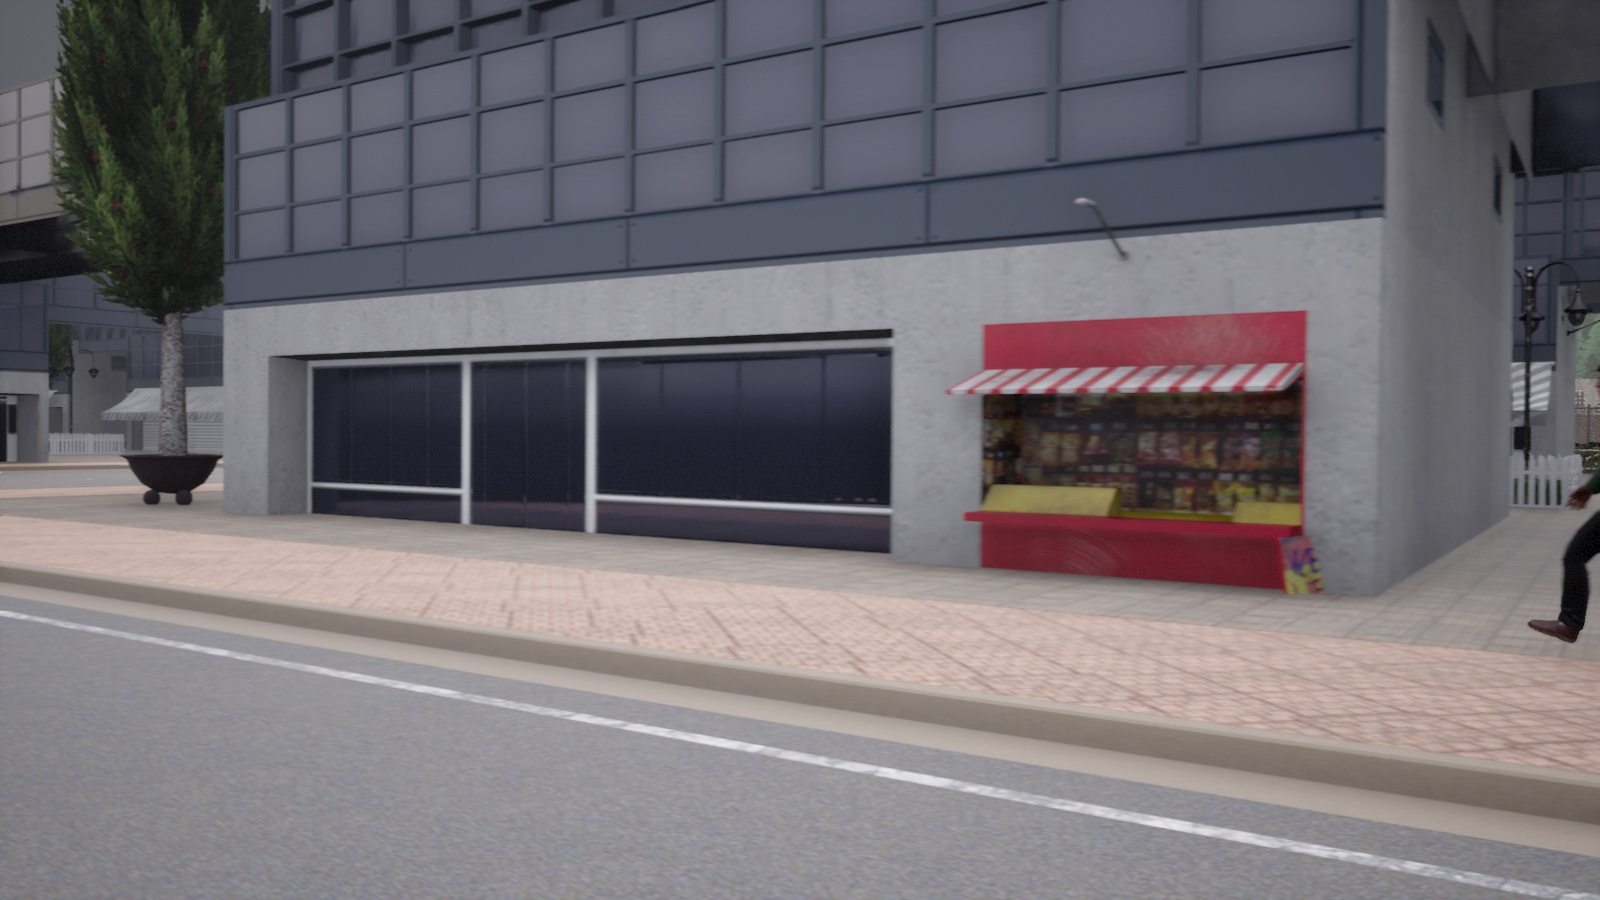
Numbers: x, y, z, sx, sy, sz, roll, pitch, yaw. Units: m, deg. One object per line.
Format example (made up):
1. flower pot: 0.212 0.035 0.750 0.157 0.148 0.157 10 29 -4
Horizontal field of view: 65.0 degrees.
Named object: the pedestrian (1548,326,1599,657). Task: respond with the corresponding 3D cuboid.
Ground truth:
1. pedestrian: 4.953 0.243 7.477 0.788 1.949 0.423 0 1 42
